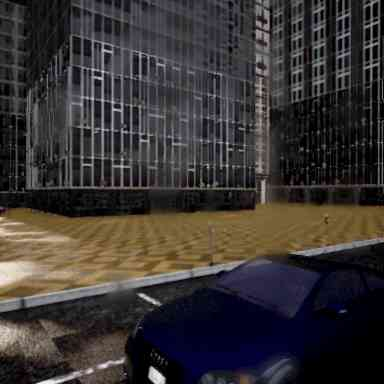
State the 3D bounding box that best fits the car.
[{"bbox_3d":[1.279,1.559,4.293,4.181,1.385,1.994,0,0,-36],"label":"car"}]
